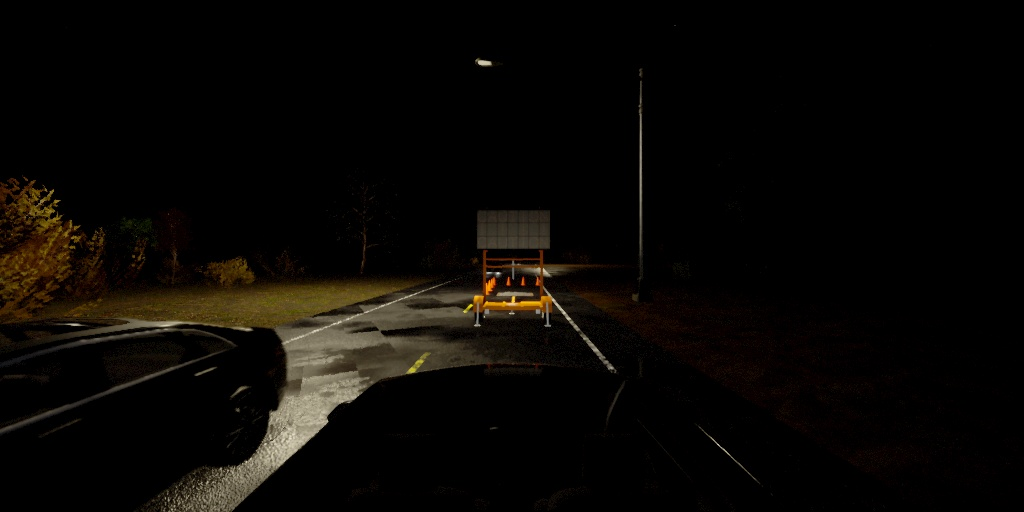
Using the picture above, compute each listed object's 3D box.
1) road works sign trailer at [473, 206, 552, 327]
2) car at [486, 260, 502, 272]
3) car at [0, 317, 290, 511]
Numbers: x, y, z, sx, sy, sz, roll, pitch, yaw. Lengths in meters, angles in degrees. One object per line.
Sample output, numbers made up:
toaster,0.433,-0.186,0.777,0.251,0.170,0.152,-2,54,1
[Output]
road works sign trailer,0.039,0.214,11.580,2.380,3.560,2.880,0,0,1
car,-2.295,1.290,46.788,2.033,1.411,5.357,0,0,3
car,-3.471,1.241,2.101,2.128,1.511,4.902,0,0,0
